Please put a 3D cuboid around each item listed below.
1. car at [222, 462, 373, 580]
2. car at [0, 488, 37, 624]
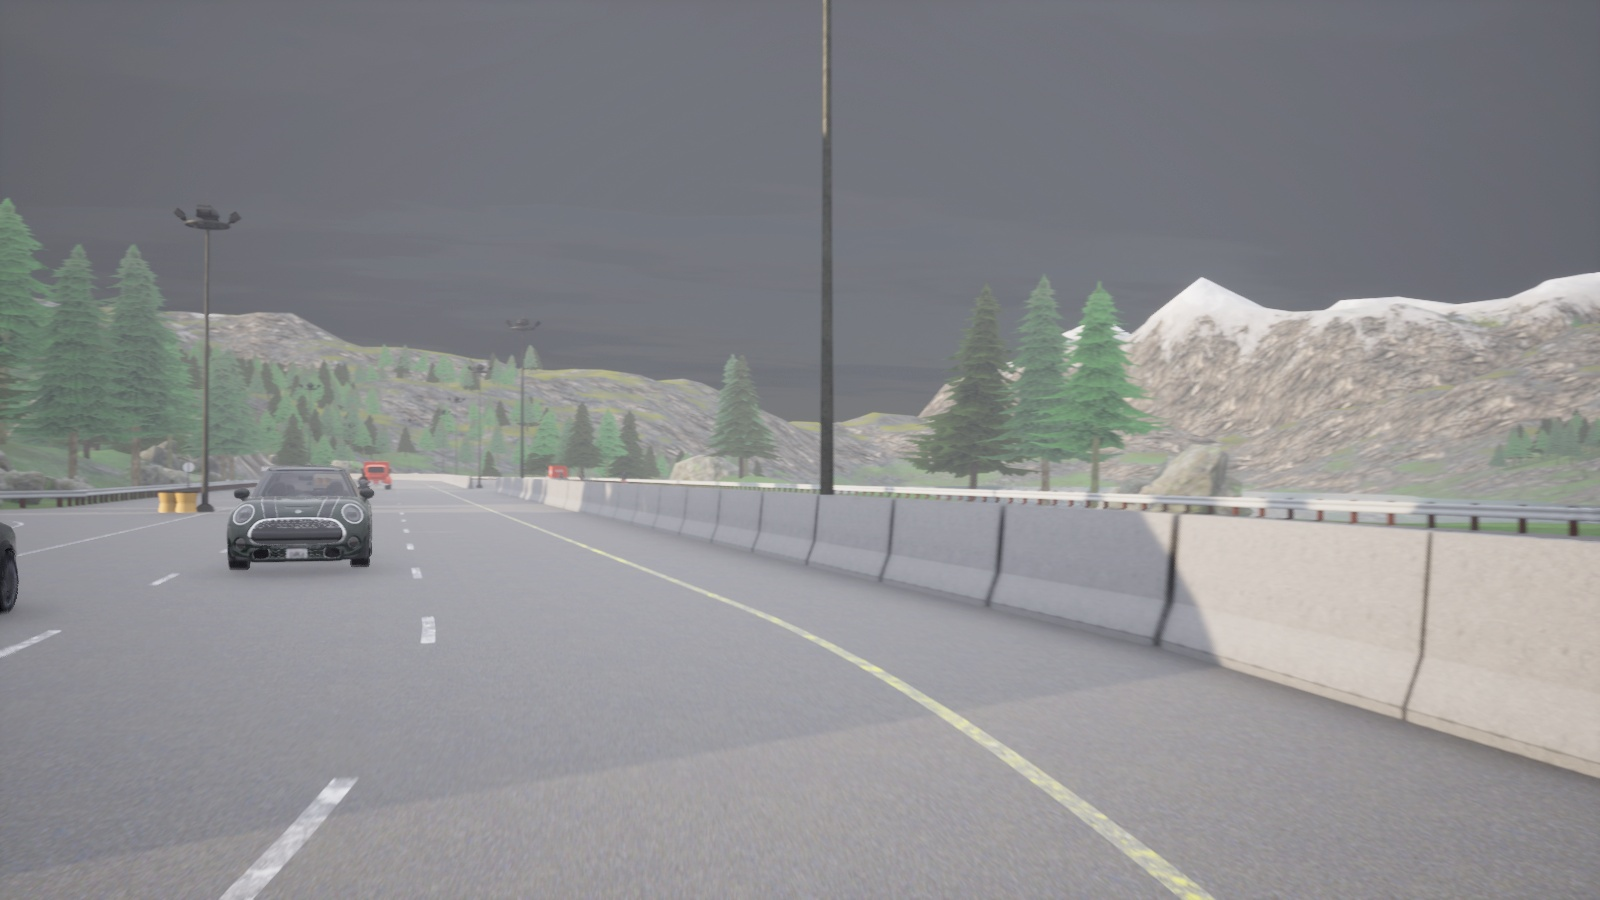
[{"bbox_3d":[-8.408,1.112,21.380,2.097,1.767,4.553,0,-1,-18],"label":"car"},{"bbox_3d":[-9.129,1.123,12.265,1.812,1.442,4.674,0,-1,-18],"label":"car"}]
